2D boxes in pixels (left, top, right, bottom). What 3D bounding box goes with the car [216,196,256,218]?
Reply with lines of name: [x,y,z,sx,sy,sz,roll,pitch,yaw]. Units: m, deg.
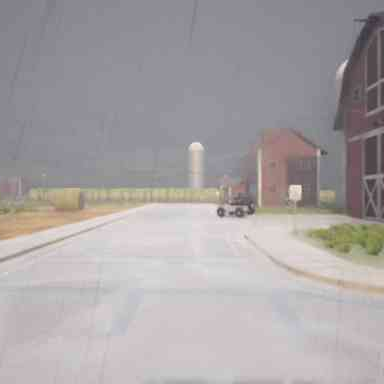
car: [4.181,1.351,31.617,1.905,1.878,3.866,-7,3,-42]
